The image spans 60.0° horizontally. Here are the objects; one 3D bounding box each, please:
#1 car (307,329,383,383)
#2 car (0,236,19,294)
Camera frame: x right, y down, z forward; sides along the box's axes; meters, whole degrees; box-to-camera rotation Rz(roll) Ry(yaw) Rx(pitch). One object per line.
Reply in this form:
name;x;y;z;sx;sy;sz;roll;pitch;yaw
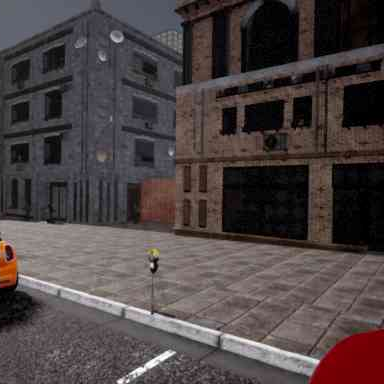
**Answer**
car;2.762;1.316;0.826;5.009;1.841;2.192;0;1;36
car;-5.974;1.347;7.577;4.553;1.767;2.097;0;0;36
